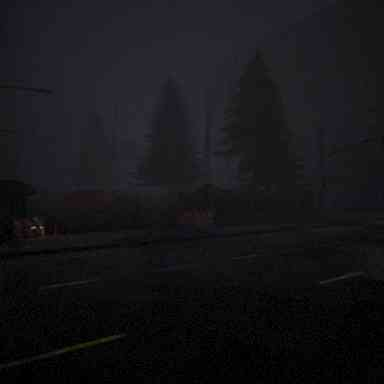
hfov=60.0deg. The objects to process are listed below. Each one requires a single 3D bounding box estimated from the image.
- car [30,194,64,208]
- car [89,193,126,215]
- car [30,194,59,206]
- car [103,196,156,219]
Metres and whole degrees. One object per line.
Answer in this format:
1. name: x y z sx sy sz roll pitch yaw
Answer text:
1. car: -22.115 1.440 50.163 4.193 1.474 1.816 0 0 -35
2. car: -6.986 1.226 31.650 4.605 1.855 1.932 0 0 -35
3. car: -23.403 1.252 52.680 3.866 1.878 1.905 0 0 -35
4. car: -4.948 1.392 27.606 3.988 1.617 1.851 0 0 -35
